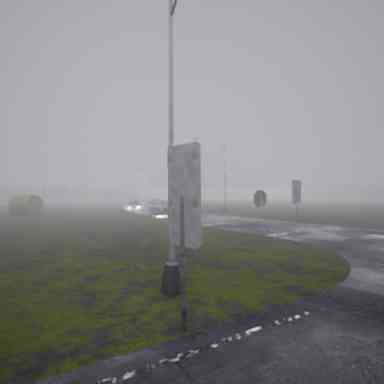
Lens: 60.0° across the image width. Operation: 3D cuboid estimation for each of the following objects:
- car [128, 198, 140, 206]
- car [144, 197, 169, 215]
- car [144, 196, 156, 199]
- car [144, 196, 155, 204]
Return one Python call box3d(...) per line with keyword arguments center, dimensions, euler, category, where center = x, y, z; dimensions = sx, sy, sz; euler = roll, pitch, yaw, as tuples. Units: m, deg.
box3d(center=(-9.623, 1.586, 55.048), dimensions=(1.895, 1.301, 4.718), euler=(-1, 0, -11), category="car")
box3d(center=(-3.092, 1.553, 33.879), dimensions=(1.994, 1.385, 4.181), euler=(-1, 0, -22), category="car")
box3d(center=(-6.211, 1.454, 52.943), dimensions=(1.837, 1.490, 4.892), euler=(-1, 0, -12), category="car")
box3d(center=(-8.073, 1.494, 63.192), dimensions=(2.033, 1.411, 5.357), euler=(-1, 0, -6), category="car")
